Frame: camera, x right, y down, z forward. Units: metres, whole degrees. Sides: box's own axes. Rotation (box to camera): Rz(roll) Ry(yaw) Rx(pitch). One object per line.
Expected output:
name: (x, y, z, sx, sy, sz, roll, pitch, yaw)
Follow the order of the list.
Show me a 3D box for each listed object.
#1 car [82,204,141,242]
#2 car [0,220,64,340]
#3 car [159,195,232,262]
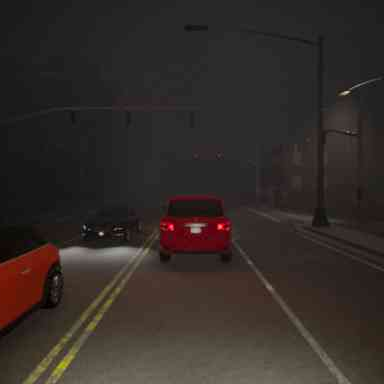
car: (-3.515, 1.338, 15.338, 1.837, 1.490, 4.892, 0, 1, 0)
car: (-3.575, 1.301, 4.634, 2.097, 1.767, 4.553, 0, 1, 0)
car: (0.099, 1.095, 11.670, 2.150, 2.045, 5.566, 0, 1, 0)
